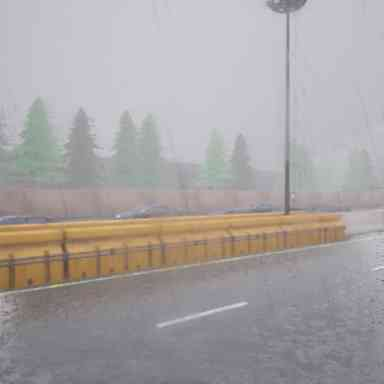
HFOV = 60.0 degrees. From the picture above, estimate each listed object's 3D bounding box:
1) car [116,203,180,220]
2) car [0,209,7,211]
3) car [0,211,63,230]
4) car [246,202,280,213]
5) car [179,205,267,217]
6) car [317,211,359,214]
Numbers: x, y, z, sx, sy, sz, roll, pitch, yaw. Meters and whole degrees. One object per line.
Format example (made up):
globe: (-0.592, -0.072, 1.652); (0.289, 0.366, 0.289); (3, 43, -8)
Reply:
car: (-2.919, 1.548, 23.380); (4.902, 1.511, 2.128); (0, 0, -35)
car: (-10.928, 1.571, 17.677); (4.181, 1.385, 1.994); (0, 0, -35)
car: (-6.400, 1.557, 12.311); (5.357, 1.411, 2.033); (0, 0, -35)
car: (5.752, 1.601, 29.552); (4.902, 1.511, 2.128); (0, 0, -35)
car: (1.737, 1.623, 18.100); (4.181, 1.385, 1.994); (0, 0, -35)
car: (10.240, 1.659, 24.165); (5.357, 1.411, 2.033); (0, 0, -35)
